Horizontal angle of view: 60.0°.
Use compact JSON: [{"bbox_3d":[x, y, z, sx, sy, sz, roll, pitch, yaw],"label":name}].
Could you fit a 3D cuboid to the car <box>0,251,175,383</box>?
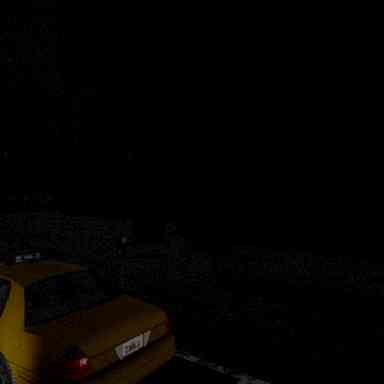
[{"bbox_3d":[-2.477,1.525,4.726,4.829,1.417,1.752,0,0,35],"label":"car"}]
